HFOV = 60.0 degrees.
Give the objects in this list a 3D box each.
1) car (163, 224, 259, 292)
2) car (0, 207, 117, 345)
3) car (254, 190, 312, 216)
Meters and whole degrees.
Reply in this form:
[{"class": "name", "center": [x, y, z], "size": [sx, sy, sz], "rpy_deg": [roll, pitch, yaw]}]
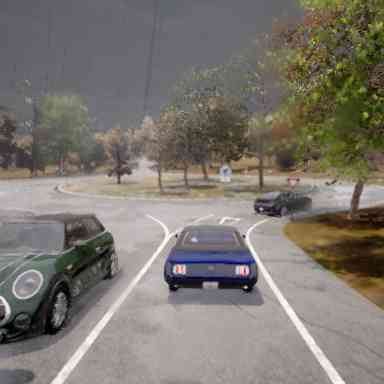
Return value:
[{"class": "car", "center": [0.467, 1.489, 8.694], "size": [1.895, 1.301, 4.718], "rpy_deg": [0, 1, 3]}, {"class": "car", "center": [-3.015, 1.268, 6.584], "size": [2.097, 1.767, 4.553], "rpy_deg": [0, 1, 2]}, {"class": "car", "center": [6.172, 0.614, 22.319], "size": [4.892, 1.490, 1.837], "rpy_deg": [-7, 8, -41]}]
